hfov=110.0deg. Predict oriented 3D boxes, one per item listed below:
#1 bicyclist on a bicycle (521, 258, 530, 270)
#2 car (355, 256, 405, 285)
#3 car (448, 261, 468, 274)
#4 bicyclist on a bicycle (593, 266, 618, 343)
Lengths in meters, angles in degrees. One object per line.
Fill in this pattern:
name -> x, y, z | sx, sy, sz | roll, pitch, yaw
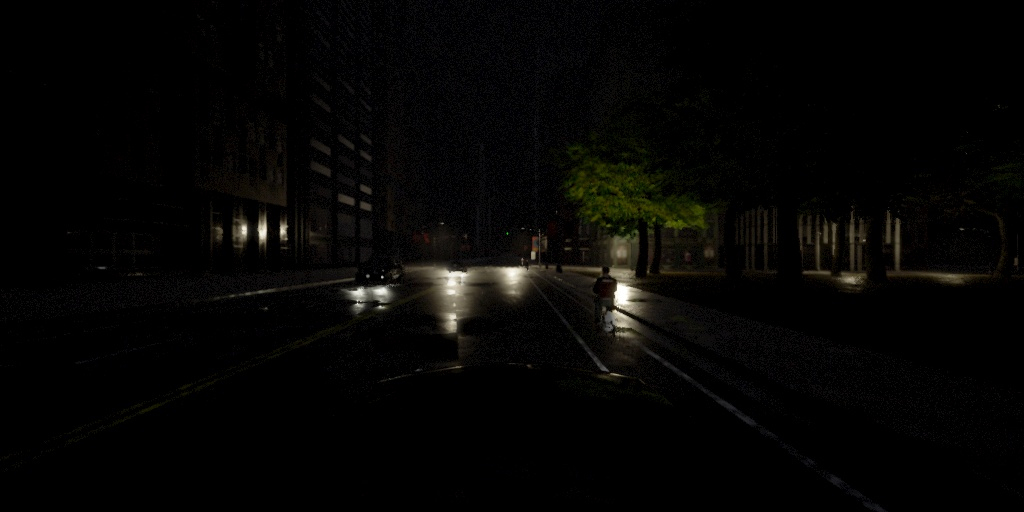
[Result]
bicyclist on a bicycle -> 2.171, 1.327, 51.766 | 0.866, 1.612, 1.509 | 0, 0, 1
car -> -9.850, 1.024, 27.273 | 2.150, 2.045, 5.566 | 0, 0, 0
car -> -6.566, 1.366, 43.869 | 1.837, 1.490, 4.892 | 0, -1, 0
bicyclist on a bicycle -> 2.251, 1.131, 8.810 | 0.659, 1.776, 1.843 | 0, 0, 0
